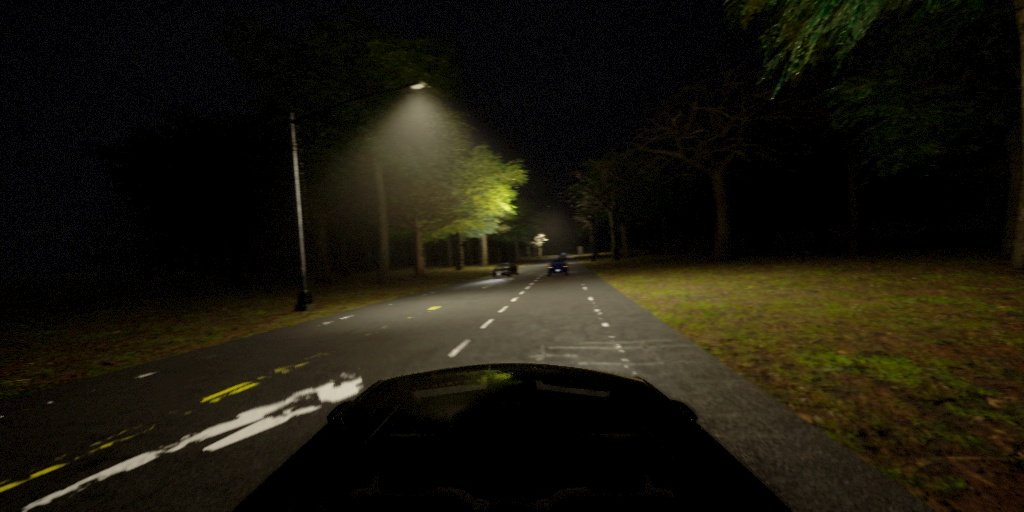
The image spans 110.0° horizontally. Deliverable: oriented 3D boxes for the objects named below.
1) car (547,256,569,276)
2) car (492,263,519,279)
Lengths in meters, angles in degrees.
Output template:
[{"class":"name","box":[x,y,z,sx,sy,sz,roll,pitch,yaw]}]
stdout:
[{"class":"car","box":[4.415,1.087,34.283,1.812,1.442,4.674,-5,0,9]},{"class":"car","box":[-0.660,1.477,37.876,2.128,1.511,4.902,-5,0,16]}]
